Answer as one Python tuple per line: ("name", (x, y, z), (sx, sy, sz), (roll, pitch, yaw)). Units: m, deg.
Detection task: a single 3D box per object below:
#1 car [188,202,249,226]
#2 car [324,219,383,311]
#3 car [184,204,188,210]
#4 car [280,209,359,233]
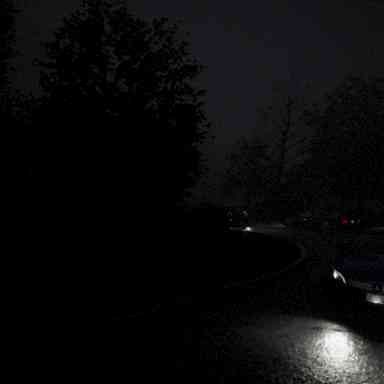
("car", (2.095, 1.553, 24.906), (2.097, 1.767, 4.553), (2, -1, -37))
("car", (4.486, 1.586, 7.610), (1.812, 1.442, 4.674), (1, 0, 35))
("car", (-0.454, 1.839, 36.156), (2.033, 1.411, 5.357), (1, -1, -19))
("car", (8.368, 1.837, 22.070), (2.033, 1.411, 5.357), (2, -1, -29))
